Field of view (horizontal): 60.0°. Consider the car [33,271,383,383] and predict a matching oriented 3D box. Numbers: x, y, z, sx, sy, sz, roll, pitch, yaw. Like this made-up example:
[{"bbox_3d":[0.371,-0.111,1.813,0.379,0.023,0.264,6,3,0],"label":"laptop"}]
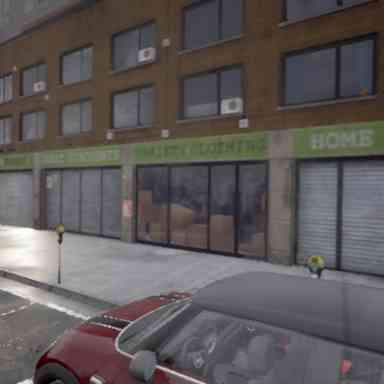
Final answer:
[{"bbox_3d":[0.477,1.430,2.728,4.097,1.590,1.967,1,1,36],"label":"car"}]
